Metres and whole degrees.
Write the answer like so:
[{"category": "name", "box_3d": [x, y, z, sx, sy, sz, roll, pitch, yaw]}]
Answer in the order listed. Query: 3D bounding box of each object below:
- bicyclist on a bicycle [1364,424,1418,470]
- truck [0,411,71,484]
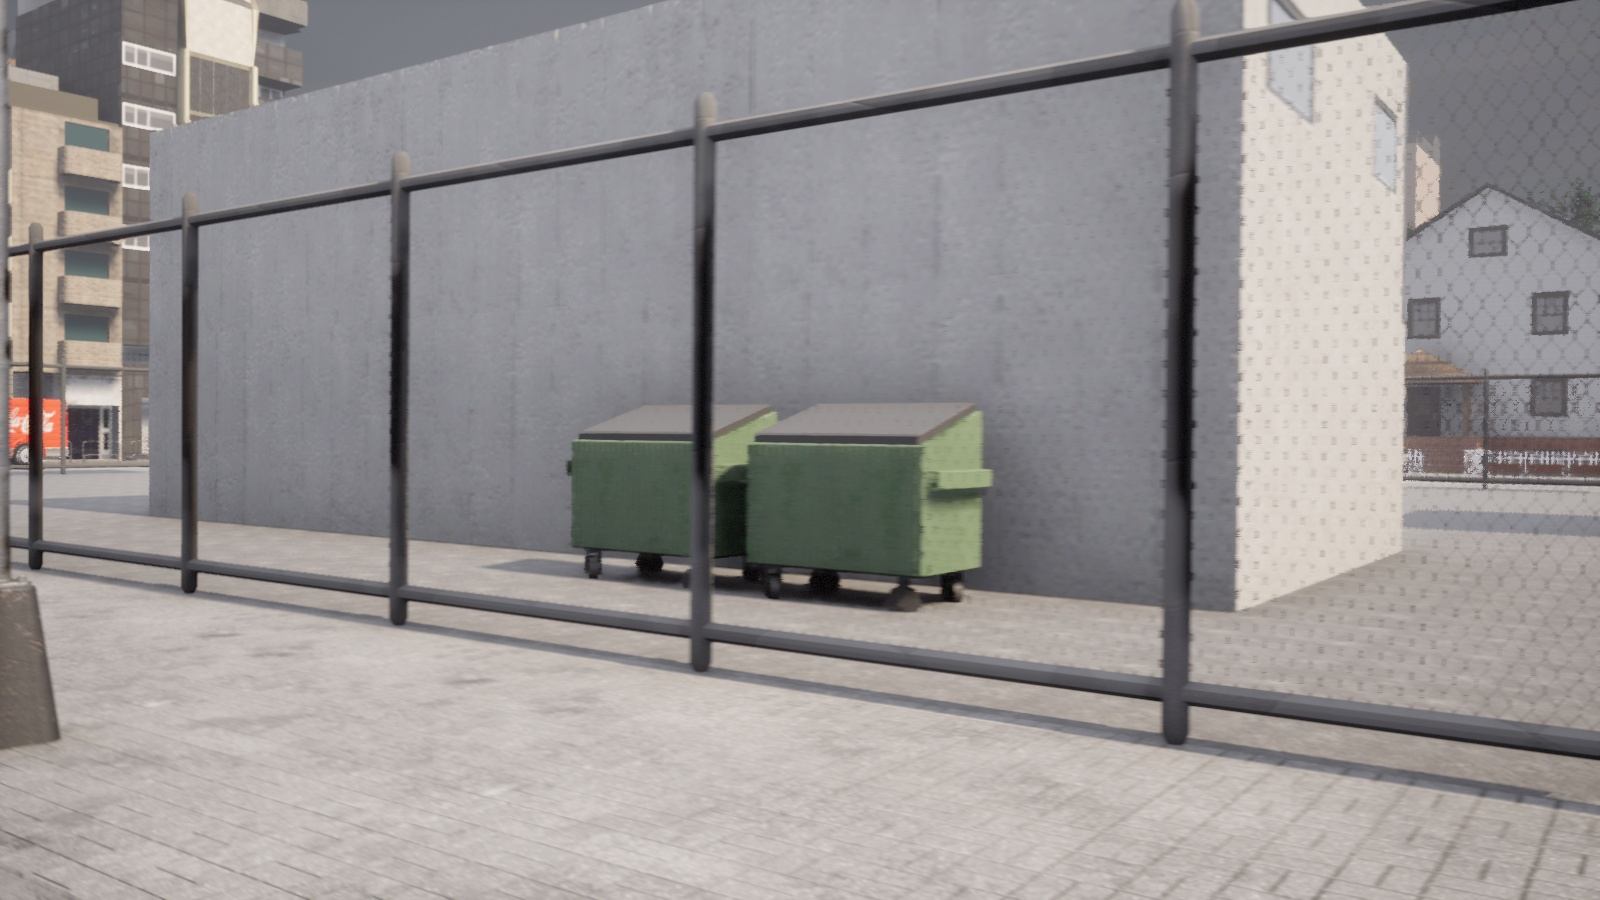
[{"category": "bicyclist on a bicycle", "box_3d": [21.116, -0.103, 44.911, 1.656, 1.620, 0.582, 0, 1, 35]}, {"category": "truck", "box_3d": [-28.232, -0.077, 42.801, 2.627, 2.467, 5.204, 0, 1, 35]}]
